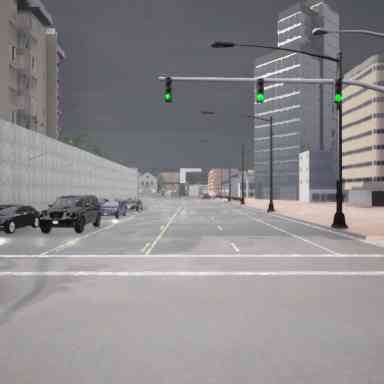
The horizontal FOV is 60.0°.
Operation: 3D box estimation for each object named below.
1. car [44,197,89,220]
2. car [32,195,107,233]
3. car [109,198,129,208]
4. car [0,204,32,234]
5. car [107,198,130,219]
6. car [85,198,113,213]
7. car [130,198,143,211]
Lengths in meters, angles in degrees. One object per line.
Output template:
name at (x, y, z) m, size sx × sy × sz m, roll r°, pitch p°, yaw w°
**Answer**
car at (-10.611, 1.352, 28.487) m, size 2.097 × 1.767 × 4.553 m, roll 0°, pitch 0°, yaw 0°
car at (-7.104, 1.221, 20.051) m, size 2.150 × 2.045 × 5.566 m, roll 0°, pitch 0°, yaw 0°
car at (-10.576, 1.601, 48.365) m, size 1.895 × 1.301 × 4.718 m, roll 0°, pitch 0°, yaw 0°
car at (-10.608, 1.505, 19.419) m, size 1.837 × 1.490 × 4.892 m, roll 0°, pitch 0°, yaw 0°
car at (-7.111, 1.526, 29.692) m, size 1.812 × 1.442 × 4.674 m, roll 0°, pitch 0°, yaw 0°
car at (-10.609, 1.505, 38.305) m, size 1.837 × 1.490 × 4.892 m, roll 0°, pitch 0°, yaw 0°
car at (-7.107, 1.491, 40.034) m, size 2.128 × 1.511 × 4.902 m, roll 0°, pitch 0°, yaw 0°
